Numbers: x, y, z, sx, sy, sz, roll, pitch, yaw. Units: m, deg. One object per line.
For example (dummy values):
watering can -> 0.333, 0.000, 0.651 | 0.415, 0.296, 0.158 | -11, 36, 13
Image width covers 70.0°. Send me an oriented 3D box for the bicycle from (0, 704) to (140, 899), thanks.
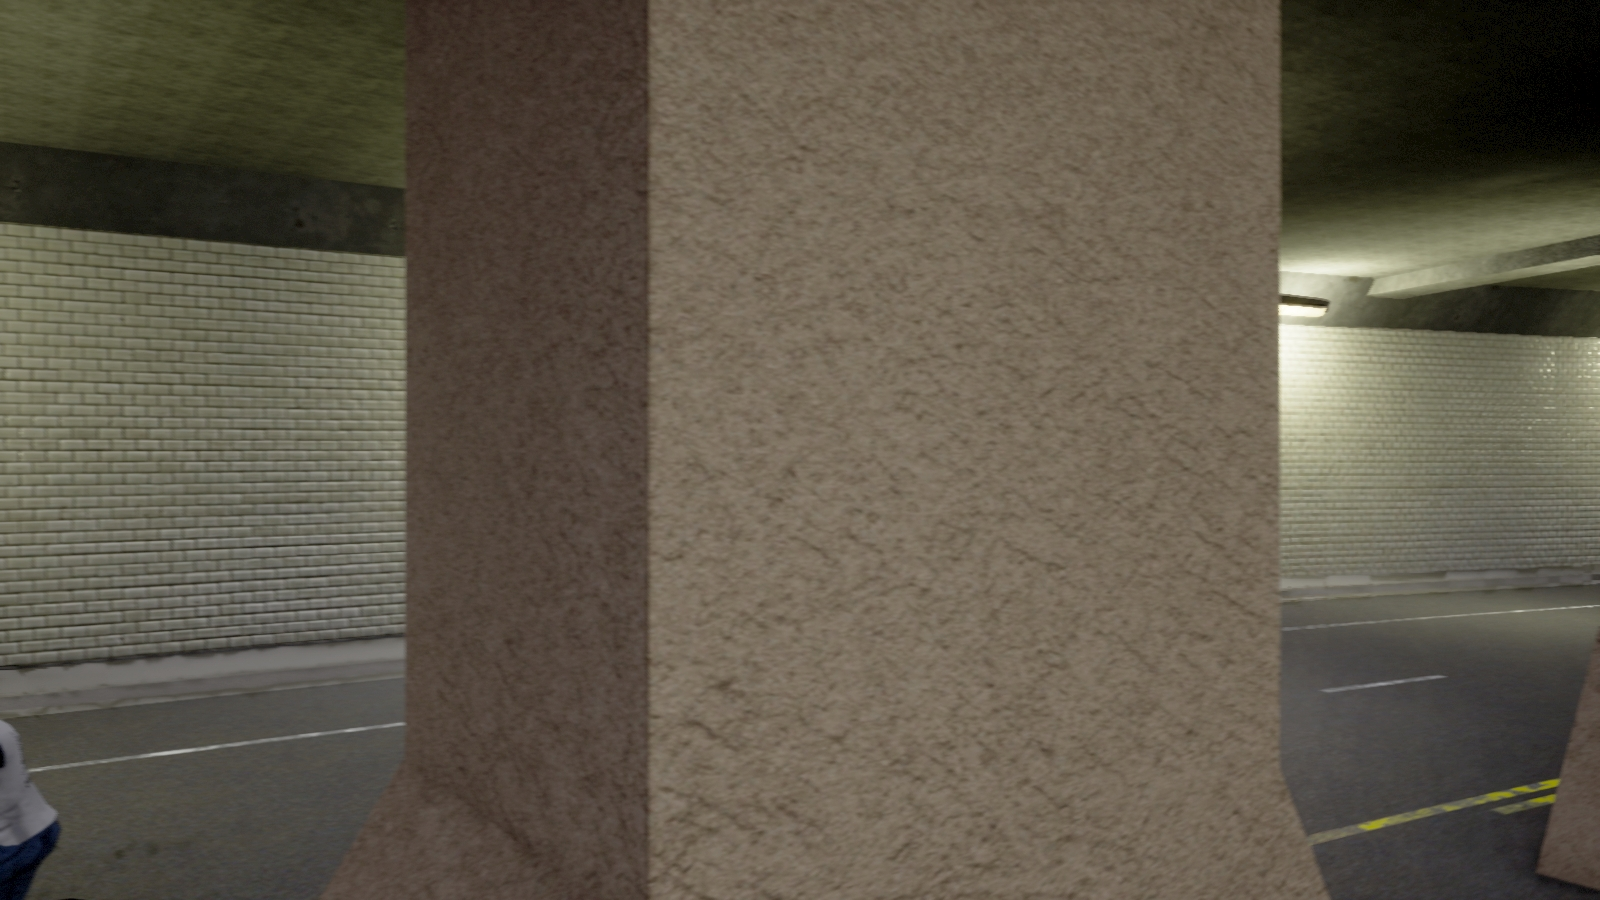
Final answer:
bicycle -> -3.927, 2.042, 5.144 | 1.643, 1.521, 0.373 | 0, 0, -32
